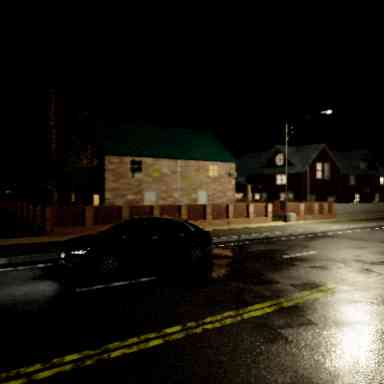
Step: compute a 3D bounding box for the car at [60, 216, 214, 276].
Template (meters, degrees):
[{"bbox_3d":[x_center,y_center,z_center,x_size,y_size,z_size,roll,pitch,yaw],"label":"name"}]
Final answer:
[{"bbox_3d":[-1.551,1.547,10.530,4.892,1.490,1.837,1,-1,-35],"label":"car"}]
